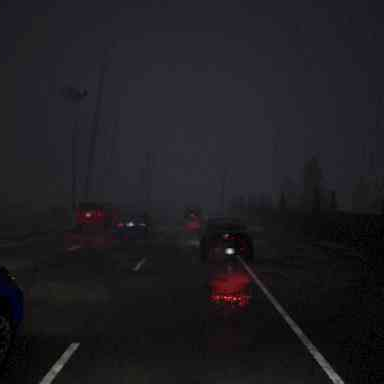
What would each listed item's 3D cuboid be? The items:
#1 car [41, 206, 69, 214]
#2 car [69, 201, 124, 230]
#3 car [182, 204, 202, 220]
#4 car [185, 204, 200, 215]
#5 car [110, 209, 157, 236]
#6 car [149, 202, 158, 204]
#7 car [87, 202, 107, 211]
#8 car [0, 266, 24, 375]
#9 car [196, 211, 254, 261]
[{"bbox_3d":[-14.094,2.236,35.205,2.033,1.411,5.357,0,-1,0],"label":"car"},{"bbox_3d":[-6.899,1.686,24.793,2.150,2.045,5.566,0,-1,0],"label":"car"},{"bbox_3d":[0.036,2.217,36.350,1.837,1.490,4.892,0,-1,1],"label":"car"},{"bbox_3d":[0.093,2.493,48.423,1.812,1.442,4.674,0,-1,5],"label":"car"},{"bbox_3d":[-3.398,1.933,21.106,2.033,1.411,5.357,0,-1,0],"label":"car"},{"bbox_3d":[-8.909,3.053,76.321,2.033,1.411,5.357,-1,-1,16],"label":"car"},{"bbox_3d":[-18.824,2.849,66.283,1.882,1.535,5.008,0,-1,11],"label":"car"},{"bbox_3d":[-3.400,1.230,2.236,2.150,2.045,5.566,0,0,0],"label":"car"},{"bbox_3d":[1.226,1.722,13.204,1.837,1.490,4.892,0,-1,0],"label":"car"}]
